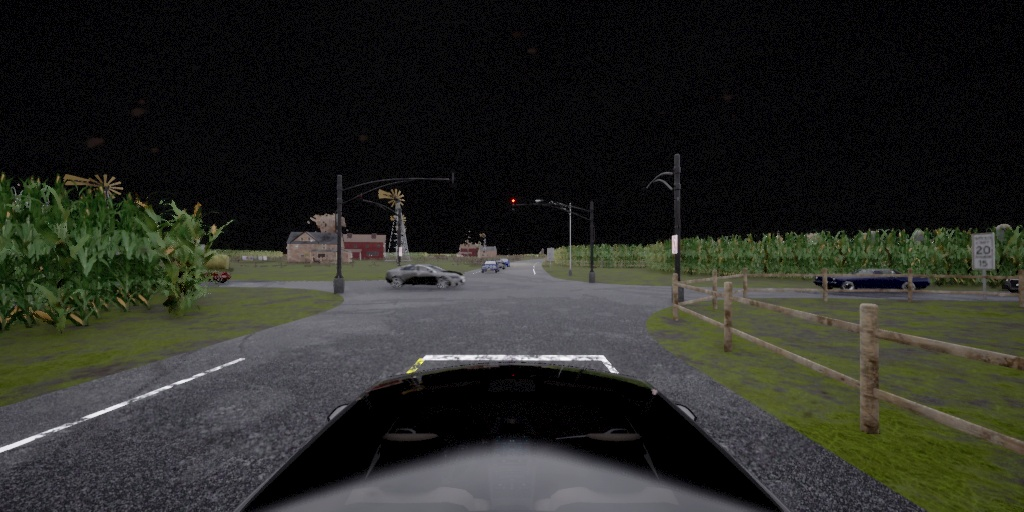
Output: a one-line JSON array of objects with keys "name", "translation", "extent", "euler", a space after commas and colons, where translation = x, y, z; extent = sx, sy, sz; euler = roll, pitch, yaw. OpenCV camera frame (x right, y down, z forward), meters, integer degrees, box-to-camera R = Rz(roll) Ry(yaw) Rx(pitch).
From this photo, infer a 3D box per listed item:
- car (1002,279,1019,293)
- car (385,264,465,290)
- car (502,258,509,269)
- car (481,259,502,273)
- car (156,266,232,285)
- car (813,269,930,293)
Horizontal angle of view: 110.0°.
[{"name": "car", "translation": [29.349, 1.377, 19.028], "extent": [4.181, 1.385, 1.994], "euler": [0, -1, 10]}, {"name": "car", "translation": [-5.372, 1.236, 22.219], "extent": [4.902, 1.511, 2.128], "euler": [0, 0, 9]}, {"name": "car", "translation": [-2.065, 1.303, 53.917], "extent": [1.994, 1.385, 4.181], "euler": [0, 0, 5]}, {"name": "car", "translation": [-2.595, 1.271, 43.910], "extent": [1.812, 1.442, 4.674], "euler": [0, 0, 3]}, {"name": "car", "translation": [-22.197, 1.307, 24.938], "extent": [4.718, 1.301, 1.895], "euler": [0, -1, 9]}, {"name": "car", "translation": [20.381, 1.401, 20.577], "extent": [4.718, 1.301, 1.895], "euler": [0, -1, 9]}]
